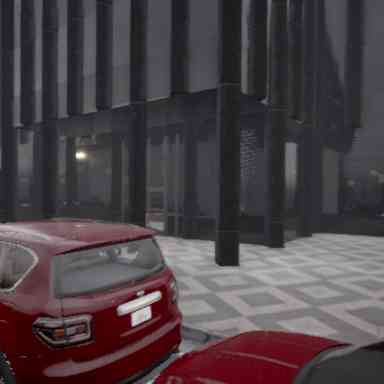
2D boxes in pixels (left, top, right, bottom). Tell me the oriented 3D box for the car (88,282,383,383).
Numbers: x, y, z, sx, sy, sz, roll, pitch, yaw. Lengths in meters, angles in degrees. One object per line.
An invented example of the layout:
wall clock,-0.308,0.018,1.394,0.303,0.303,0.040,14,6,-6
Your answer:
car,1.697,1.542,1.750,4.507,1.381,1.887,0,1,35

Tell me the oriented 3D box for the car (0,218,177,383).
car,-2.450,1.314,4.697,5.009,1.841,2.192,0,1,35
